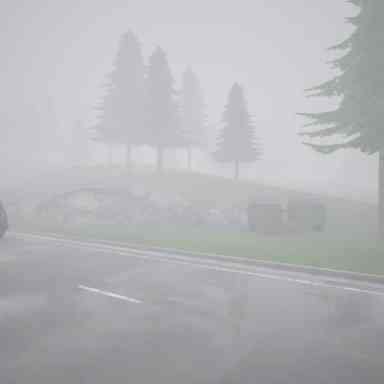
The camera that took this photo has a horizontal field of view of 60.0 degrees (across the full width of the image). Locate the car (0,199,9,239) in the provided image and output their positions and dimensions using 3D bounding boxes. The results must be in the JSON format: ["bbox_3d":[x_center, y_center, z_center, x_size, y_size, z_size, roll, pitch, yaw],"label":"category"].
[{"bbox_3d":[-11.072,1.223,16.106,5.566,2.045,2.150,0,0,36],"label":"car"}]
